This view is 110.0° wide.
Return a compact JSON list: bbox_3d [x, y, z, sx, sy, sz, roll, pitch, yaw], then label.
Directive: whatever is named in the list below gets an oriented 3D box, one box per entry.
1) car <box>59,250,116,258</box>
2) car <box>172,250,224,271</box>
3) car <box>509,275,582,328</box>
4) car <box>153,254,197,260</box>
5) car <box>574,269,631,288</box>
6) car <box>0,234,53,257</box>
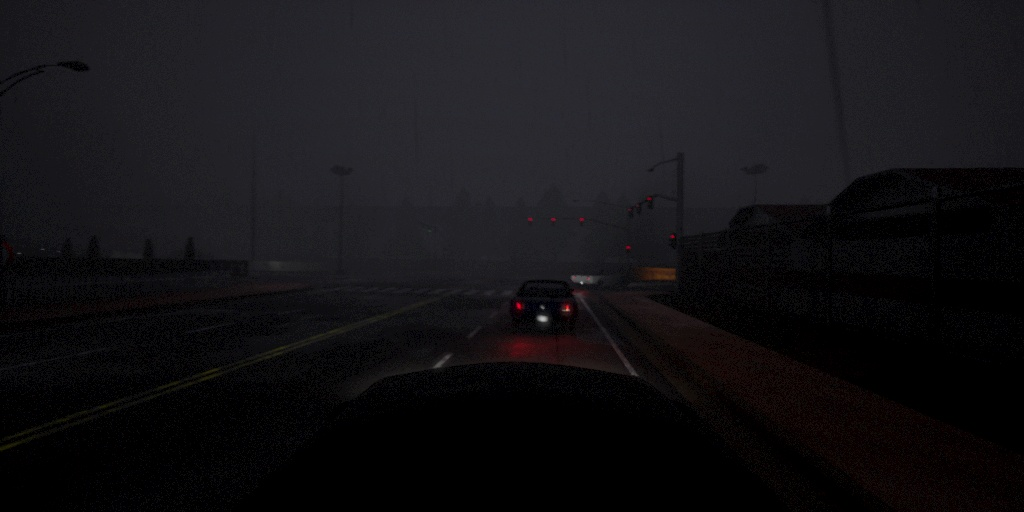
[{"bbox_3d":[-36.234,0.603,31.564,5.008,1.535,1.882,3,0,5],"label":"car"},{"bbox_3d":[-33.570,0.515,38.359,5.566,2.045,2.150,3,0,5],"label":"car"},{"bbox_3d":[1.114,1.437,11.939,1.895,1.301,4.718,1,0,7],"label":"car"},{"bbox_3d":[-33.951,0.788,34.876,4.674,1.442,1.812,3,0,5],"label":"car"},{"bbox_3d":[6.654,1.624,26.340,4.718,1.301,1.895,1,-1,-37],"label":"car"},{"bbox_3d":[-50.890,-0.997,36.457,5.566,2.045,2.150,7,0,6],"label":"car"}]
